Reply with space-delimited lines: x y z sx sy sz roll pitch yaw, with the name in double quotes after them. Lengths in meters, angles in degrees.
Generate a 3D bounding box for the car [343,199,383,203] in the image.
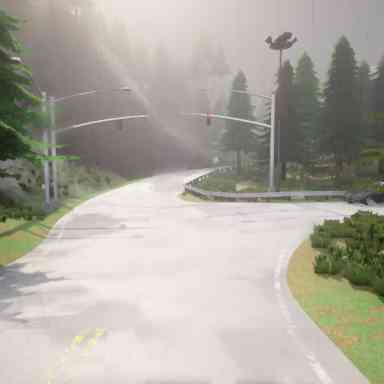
12.712 0.108 22.586 4.892 1.490 1.837 -1 5 -12 "car"
